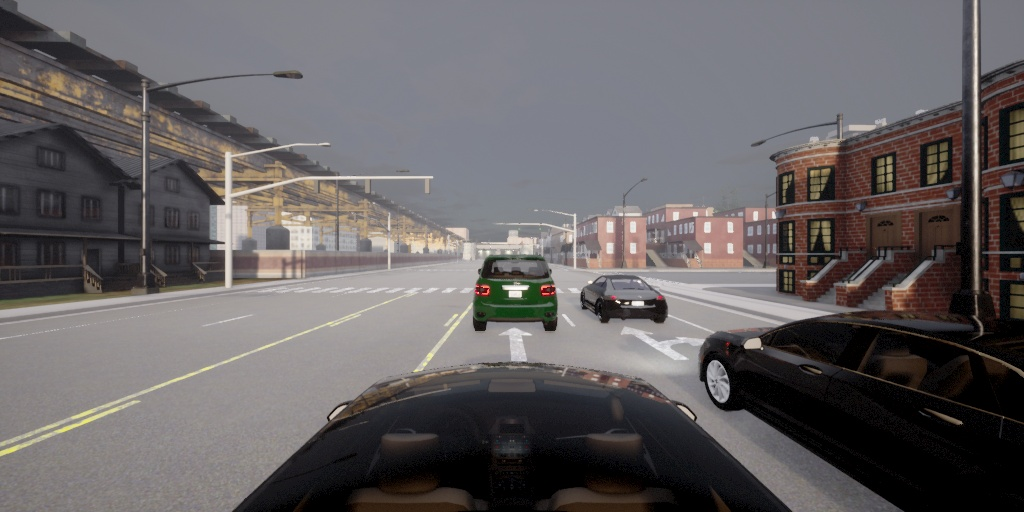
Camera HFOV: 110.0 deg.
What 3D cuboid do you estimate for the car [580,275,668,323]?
[{"bbox_3d":[3.589,1.314,12.157,1.994,1.385,4.181,0,0,1],"label":"car"}]

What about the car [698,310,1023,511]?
[{"bbox_3d":[3.600,1.255,3.229,1.837,1.490,4.892,0,0,0],"label":"car"}]

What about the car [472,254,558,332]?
[{"bbox_3d":[0.089,0.971,10.972,2.150,2.045,5.566,0,0,0],"label":"car"}]
